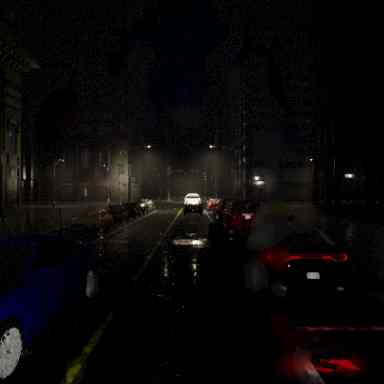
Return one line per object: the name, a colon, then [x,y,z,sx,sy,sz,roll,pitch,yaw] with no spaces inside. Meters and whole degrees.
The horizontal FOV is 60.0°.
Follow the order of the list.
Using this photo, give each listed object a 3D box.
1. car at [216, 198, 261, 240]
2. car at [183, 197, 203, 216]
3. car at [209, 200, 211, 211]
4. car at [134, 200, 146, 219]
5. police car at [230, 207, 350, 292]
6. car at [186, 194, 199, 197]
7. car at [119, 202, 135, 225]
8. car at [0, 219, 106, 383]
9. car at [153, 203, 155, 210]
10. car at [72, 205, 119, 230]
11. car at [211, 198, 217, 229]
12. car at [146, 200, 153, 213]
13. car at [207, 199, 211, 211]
car: [2.801,1.354,19.021,2.192,1.841,5.009,0,0,0]
car: [0.138,1.568,34.203,2.128,1.511,4.902,0,0,1]
car: [2.828,1.632,30.294,1.947,1.339,4.313,0,0,0]
car: [-5.697,1.633,30.310,1.947,1.339,4.313,0,0,0]
police car: [2.387,1.443,9.114,1.930,1.638,5.238,0,0,0]
car: [0.102,1.325,44.227,2.150,2.045,5.566,0,0,0]
car: [-5.709,1.634,24.674,1.802,1.307,4.206,0,0,0]
car: [-3.088,1.488,5.572,1.882,1.535,5.008,0,0,0]
car: [-5.671,1.647,41.584,2.008,1.369,4.403,0,0,0]
car: [-5.723,1.564,18.867,1.752,1.417,4.829,0,0,0]
car: [2.814,1.367,24.658,2.192,1.841,5.009,0,0,0]
car: [-5.684,1.647,35.947,1.947,1.339,4.313,0,0,0]
car: [2.853,1.537,41.566,1.967,1.590,4.097,0,0,0]
